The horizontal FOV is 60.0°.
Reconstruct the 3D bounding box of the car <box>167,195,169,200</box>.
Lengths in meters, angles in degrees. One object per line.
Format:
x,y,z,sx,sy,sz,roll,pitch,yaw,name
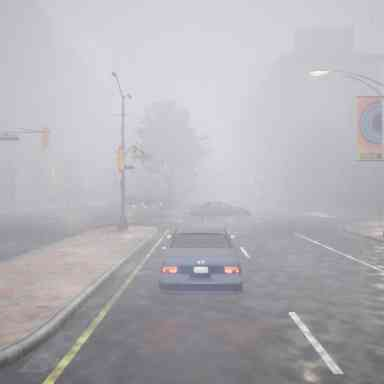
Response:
-6.588,1.525,76.518,2.128,1.511,4.902,0,0,1,car

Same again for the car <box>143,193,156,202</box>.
-10.048,1.225,78.710,2.150,2.045,5.566,0,0,1,car

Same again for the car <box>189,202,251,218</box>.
2.387,1.547,29.067,5.357,1.411,2.033,0,0,1,car

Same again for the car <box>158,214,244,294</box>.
0.229,1.547,8.920,2.033,1.411,5.357,0,0,1,car

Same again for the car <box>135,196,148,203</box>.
-10.254,1.504,68.025,1.837,1.490,4.892,0,0,1,car

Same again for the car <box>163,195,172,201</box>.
-6.400,1.477,86.611,1.882,1.535,5.008,0,0,1,car

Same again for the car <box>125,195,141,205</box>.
-10.515,1.352,57.850,2.097,1.767,4.553,0,0,1,car

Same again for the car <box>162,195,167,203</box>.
-6.799,1.352,66.744,2.097,1.767,4.553,0,0,1,car

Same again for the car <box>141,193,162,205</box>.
-7.015,1.352,57.972,2.097,1.767,4.553,0,0,1,car

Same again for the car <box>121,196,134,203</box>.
-13.464,1.594,69.814,1.895,1.301,4.718,0,0,1,car
